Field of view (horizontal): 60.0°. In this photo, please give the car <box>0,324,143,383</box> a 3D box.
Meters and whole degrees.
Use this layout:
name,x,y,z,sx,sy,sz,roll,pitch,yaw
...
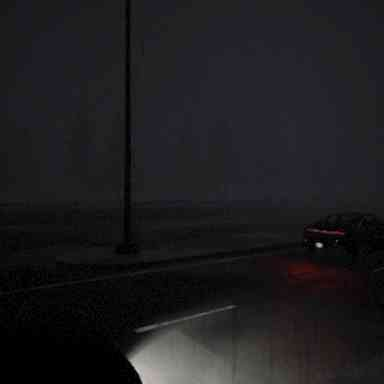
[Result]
name,x,y,z,sx,sy,sz,roll,pitch,yaw
car,-2.289,1.557,1.982,4.181,1.385,1.994,0,0,-36

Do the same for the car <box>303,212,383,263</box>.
name,x,y,z,sx,sy,sz,roll,pitch,yaw
car,6.104,1.499,12.109,4.902,1.511,2.128,0,0,-34
